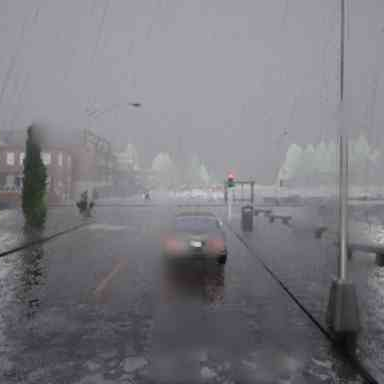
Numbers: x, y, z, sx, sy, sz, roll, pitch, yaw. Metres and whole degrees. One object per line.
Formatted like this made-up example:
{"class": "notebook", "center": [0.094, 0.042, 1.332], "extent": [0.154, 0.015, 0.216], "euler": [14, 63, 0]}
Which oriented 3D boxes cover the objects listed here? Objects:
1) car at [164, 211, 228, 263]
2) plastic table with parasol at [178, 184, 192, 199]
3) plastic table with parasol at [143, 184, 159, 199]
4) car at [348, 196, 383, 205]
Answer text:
{"class": "car", "center": [0.102, 1.352, 11.057], "extent": [2.033, 1.411, 5.357], "euler": [0, 1, 0]}
{"class": "plastic table with parasol", "center": [-1.203, -0.088, 58.103], "extent": [2.482, 2.480, 2.482], "euler": [0, 1, 0]}
{"class": "plastic table with parasol", "center": [-7.123, -0.081, 57.713], "extent": [2.482, 2.480, 2.482], "euler": [0, 1, 0]}
{"class": "car", "center": [16.863, 1.055, 31.215], "extent": [4.718, 1.301, 1.895], "euler": [0, 1, 1]}
